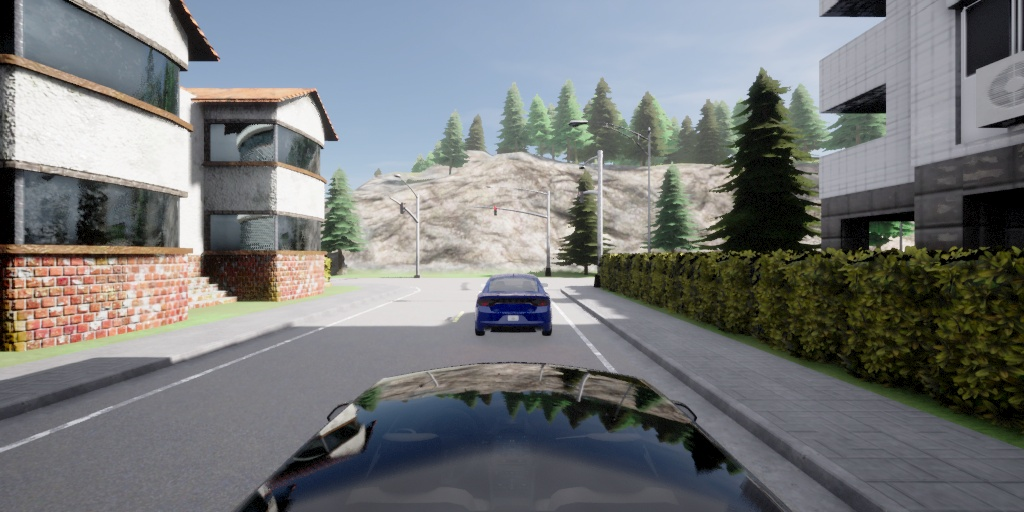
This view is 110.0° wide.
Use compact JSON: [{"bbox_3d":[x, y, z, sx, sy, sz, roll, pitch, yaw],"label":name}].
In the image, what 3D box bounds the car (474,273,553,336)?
[{"bbox_3d":[0.049,1.228,10.431,1.882,1.535,5.008,0,0,0],"label":"car"}]
